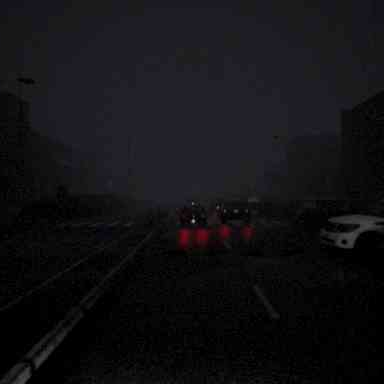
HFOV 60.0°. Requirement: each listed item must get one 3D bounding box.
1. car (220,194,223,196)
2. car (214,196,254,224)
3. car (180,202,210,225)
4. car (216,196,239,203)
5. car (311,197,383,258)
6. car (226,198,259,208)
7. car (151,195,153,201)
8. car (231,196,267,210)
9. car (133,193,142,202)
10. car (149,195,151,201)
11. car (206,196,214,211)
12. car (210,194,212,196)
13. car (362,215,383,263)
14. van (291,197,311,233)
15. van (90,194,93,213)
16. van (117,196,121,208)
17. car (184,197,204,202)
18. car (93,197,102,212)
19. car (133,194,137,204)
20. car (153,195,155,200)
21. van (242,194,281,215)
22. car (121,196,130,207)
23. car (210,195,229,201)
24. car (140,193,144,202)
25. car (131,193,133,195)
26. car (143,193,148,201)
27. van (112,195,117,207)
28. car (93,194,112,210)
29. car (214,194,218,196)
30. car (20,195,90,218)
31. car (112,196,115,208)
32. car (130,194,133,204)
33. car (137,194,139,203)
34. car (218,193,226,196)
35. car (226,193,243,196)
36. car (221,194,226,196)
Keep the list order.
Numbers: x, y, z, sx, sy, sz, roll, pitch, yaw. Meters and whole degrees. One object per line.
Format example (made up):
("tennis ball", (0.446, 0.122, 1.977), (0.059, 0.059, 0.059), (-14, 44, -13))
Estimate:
("car", (7.816, 1.559, 56.096), (5.366, 1.575, 1.946), (0, 0, 0))
("car", (3.100, 1.410, 25.599), (2.097, 1.767, 4.553), (0, 0, 0))
("car", (0.097, 1.652, 24.292), (1.895, 1.301, 4.718), (0, 0, 0))
("car", (7.657, 1.547, 72.640), (4.792, 1.488, 2.163), (0, 0, 0))
("car", (7.610, 1.225, 11.972), (5.566, 2.045, 2.435), (0, 0, 0))
("car", (7.629, 1.613, 50.580), (4.674, 1.452, 2.002), (0, 0, 0))
("car", (-13.005, 1.528, 81.165), (5.366, 1.575, 1.946), (0, 0, 0))
("car", (7.664, 1.451, 45.063), (4.553, 1.767, 2.185), (0, 0, 0))
("car", (-12.855, 1.531, 64.502), (4.892, 1.521, 2.231), (0, 0, 0))
("car", (-12.822, 1.554, 78.391), (4.674, 1.452, 2.002), (0, 0, 0))
("car", (3.093, 1.601, 41.629), (1.837, 1.490, 4.892), (0, 0, 0))
("car", (7.599, 1.275, 78.150), (5.566, 2.045, 2.435), (0, 0, 0))
("car", (7.642, 1.512, 9.212), (4.674, 1.452, 2.002), (0, 0, 0))
("van", (7.521, 1.272, 17.483), (4.442, 1.987, 1.878), (0, 0, 0))
("van", (-12.815, 1.338, 33.928), (4.442, 1.987, 1.878), (0, 0, 0))
("van", (-12.996, 1.348, 47.825), (4.442, 1.987, 1.878), (0, 0, 0))
("car", (0.093, 1.446, 41.445), (2.097, 1.767, 4.553), (0, 0, 0))
("car", (-12.891, 1.600, 36.834), (4.792, 1.488, 2.163), (0, 0, 0))
("car", (-12.853, 1.549, 58.943), (5.008, 1.535, 2.097), (0, 0, 0))
("car", (-12.786, 1.302, 83.945), (5.566, 2.045, 2.435), (0, 0, 0))
("van", (7.751, 1.339, 34.028), (4.442, 1.987, 1.878), (0, 0, 0))
("car", (-12.843, 1.319, 50.724), (5.566, 2.045, 2.435), (0, 0, 0))
("car", (7.619, 1.663, 91.922), (5.008, 1.535, 2.097), (0, -1, 0))
("car", (-12.849, 1.519, 67.406), (5.008, 1.535, 2.097), (0, 0, 0))
("car", (-12.895, 1.432, 56.164), (4.553, 1.767, 2.185), (0, 0, 0))
("car", (-13.019, 1.502, 72.963), (5.366, 1.575, 1.946), (0, 0, 0))
("van", (-13.006, 1.350, 45.171), (4.442, 1.987, 1.878), (0, 0, 0))
("car", (-12.936, 1.322, 39.488), (5.566, 2.045, 2.435), (0, 0, 0))
("car", (7.601, 1.286, 64.369), (5.566, 2.045, 2.435), (0, 0, 0))
("car", (-12.974, 1.305, 31.152), (5.566, 2.045, 2.435), (0, 0, 0))
("car", (-12.890, 1.577, 42.388), (4.892, 1.521, 2.231), (0, 0, 0))
("car", (-12.683, 1.562, 53.507), (5.366, 1.575, 1.946), (0, 0, 0))
("car", (-12.883, 1.569, 61.723), (4.792, 1.488, 2.163), (0, 0, 0))
("car", (7.599, 1.420, 61.612), (4.553, 1.767, 2.185), (0, 0, 0))
("car", (7.605, 1.324, 42.304), (5.566, 2.045, 2.435), (0, 0, 0))
("car", (7.817, 1.565, 53.336), (5.366, 1.575, 1.946), (0, 0, 0))
